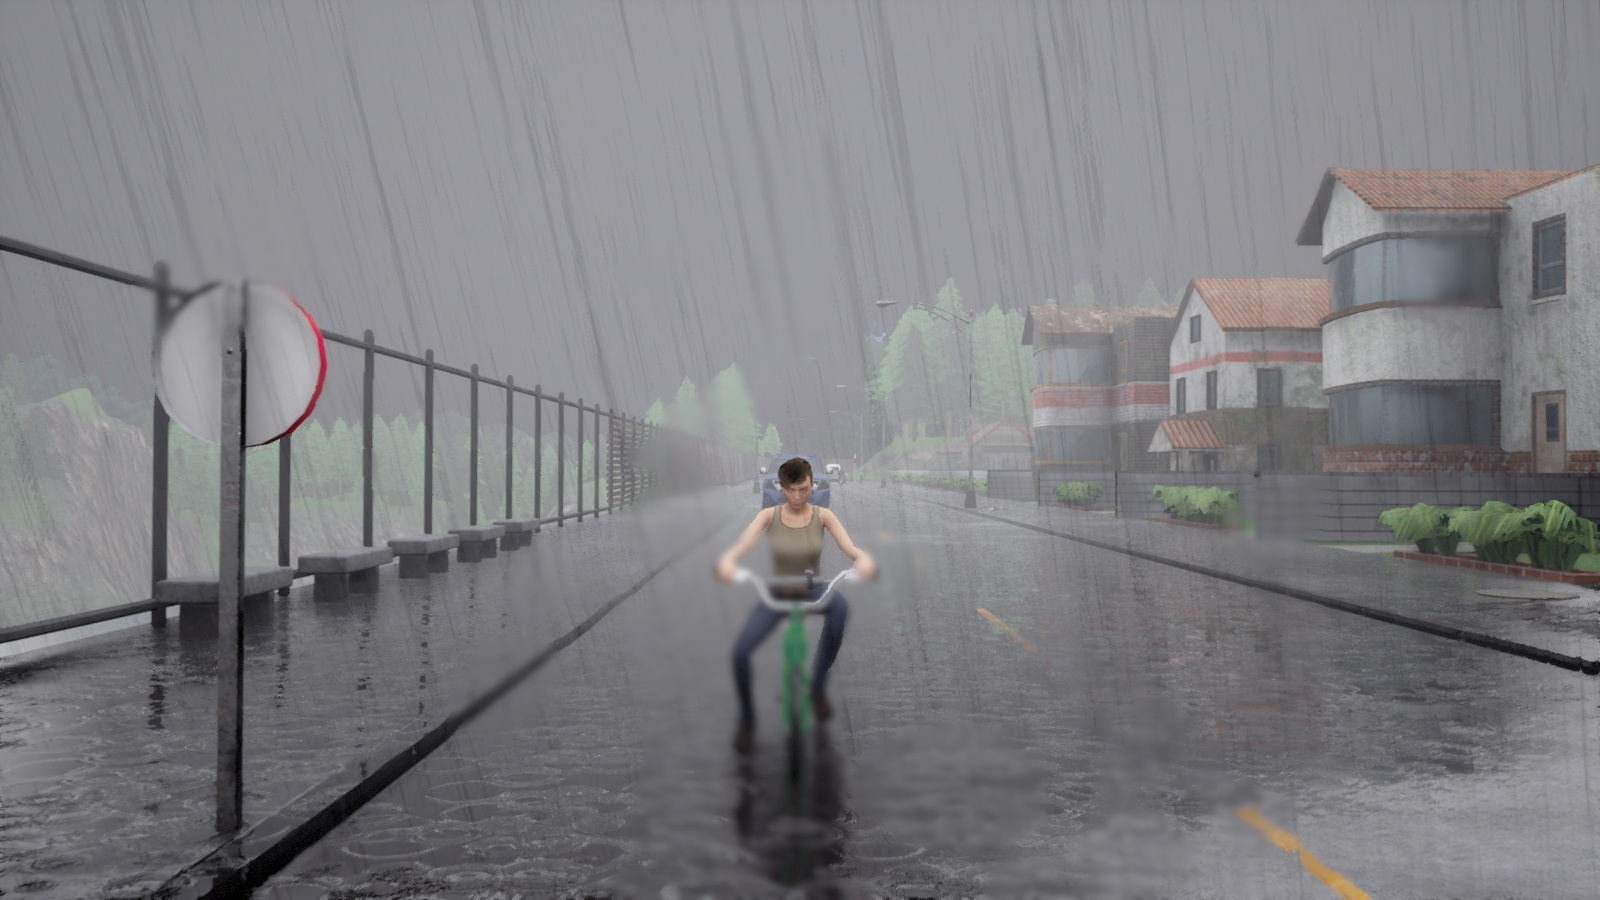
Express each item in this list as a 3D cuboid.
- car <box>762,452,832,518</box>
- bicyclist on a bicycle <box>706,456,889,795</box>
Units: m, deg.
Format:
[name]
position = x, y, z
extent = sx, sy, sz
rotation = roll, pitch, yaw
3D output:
[car]
position = -0.104, 1.141, 41.890
extent = 2.150, 2.045, 5.566
rotation = 0, -1, 0
[bicyclist on a bicycle]
position = -0.012, 0.846, 6.736
extent = 0.866, 1.612, 1.509
rotation = 0, -1, 0
